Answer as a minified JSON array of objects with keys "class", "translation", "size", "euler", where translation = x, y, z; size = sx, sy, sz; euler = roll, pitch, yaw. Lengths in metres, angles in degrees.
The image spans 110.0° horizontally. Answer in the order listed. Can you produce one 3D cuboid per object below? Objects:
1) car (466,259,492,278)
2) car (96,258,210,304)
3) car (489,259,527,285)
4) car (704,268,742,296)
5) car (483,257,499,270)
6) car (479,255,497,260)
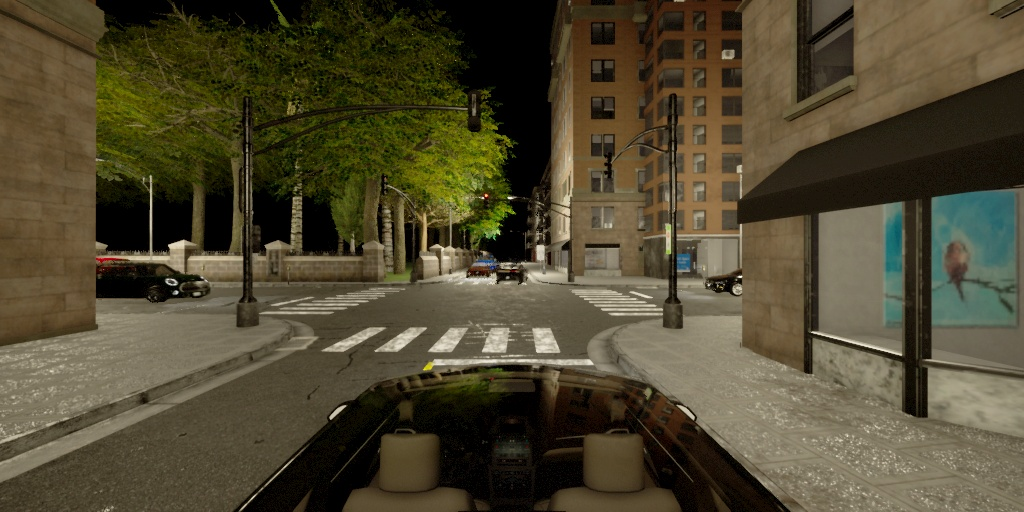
[{"class":"car","translation":[-3.064,1.293,33.589],"size":[1.994,1.385,4.181],"euler":[0,0,0]},{"class":"car","translation":[-16.153,1.086,15.855],"size":[4.553,1.767,2.097],"euler":[0,0,1]},{"class":"car","translation":[0.020,1.232,26.232],"size":[2.128,1.511,4.902],"euler":[0,0,7]},{"class":"car","translation":[12.684,1.271,18.668],"size":[4.892,1.490,1.837],"euler":[0,0,1]},{"class":"car","translation":[-3.035,1.044,52.958],"size":[2.097,1.767,4.553],"euler":[0,0,0]},{"class":"car","translation":[-3.056,0.933,42.898],"size":[2.150,2.045,5.566],"euler":[0,0,0]}]
